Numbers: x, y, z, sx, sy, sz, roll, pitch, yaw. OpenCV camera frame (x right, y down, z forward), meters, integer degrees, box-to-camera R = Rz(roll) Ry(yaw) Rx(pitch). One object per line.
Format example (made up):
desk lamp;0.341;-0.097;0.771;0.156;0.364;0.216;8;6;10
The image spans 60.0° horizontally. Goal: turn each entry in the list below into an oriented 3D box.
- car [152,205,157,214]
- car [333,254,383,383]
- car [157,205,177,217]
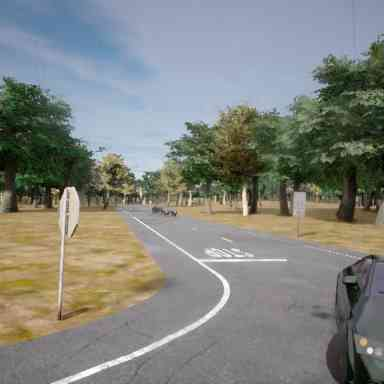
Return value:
car;-5.720;2.961;56.893;1.882;1.535;5.008;3;-2;-14
car;3.120;1.643;4.642;1.994;1.385;4.181;1;-1;22
car;-3.465;2.850;48.046;1.895;1.301;4.718;3;-2;-13
